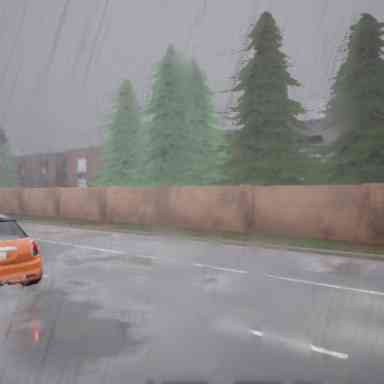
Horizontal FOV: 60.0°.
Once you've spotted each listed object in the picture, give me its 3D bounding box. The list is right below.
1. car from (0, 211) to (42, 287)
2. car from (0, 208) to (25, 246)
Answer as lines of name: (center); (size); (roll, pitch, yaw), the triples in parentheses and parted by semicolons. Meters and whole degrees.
car: (-5.667, 1.332, 8.031); (4.553, 1.767, 2.097); (0, 0, 35)
car: (-9.738, 1.489, 15.184); (4.674, 1.442, 1.812); (0, 0, 35)
